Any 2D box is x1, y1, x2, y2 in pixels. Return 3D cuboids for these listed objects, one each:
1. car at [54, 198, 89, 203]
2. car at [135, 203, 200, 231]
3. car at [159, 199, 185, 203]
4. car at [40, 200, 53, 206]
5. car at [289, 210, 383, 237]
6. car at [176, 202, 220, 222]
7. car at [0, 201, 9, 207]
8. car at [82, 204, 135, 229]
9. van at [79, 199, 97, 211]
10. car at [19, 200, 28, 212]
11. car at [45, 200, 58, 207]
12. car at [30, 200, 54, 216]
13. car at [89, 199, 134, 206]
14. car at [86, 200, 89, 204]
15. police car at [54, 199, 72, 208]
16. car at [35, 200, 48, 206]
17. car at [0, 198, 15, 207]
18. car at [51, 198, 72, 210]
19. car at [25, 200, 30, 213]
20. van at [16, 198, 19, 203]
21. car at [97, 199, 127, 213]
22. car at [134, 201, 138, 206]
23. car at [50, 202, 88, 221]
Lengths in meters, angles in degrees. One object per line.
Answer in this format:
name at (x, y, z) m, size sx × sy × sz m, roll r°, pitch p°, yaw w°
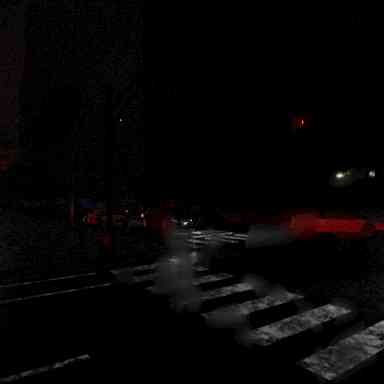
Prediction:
car at (-15.080, 1.788, 41.490) m, size 2.150 × 2.045 × 5.566 m, roll 0°, pitch -1°, yaw -35°
car at (-1.807, 1.759, 22.839) m, size 1.837 × 1.490 × 4.892 m, roll 0°, pitch -1°, yaw -35°
car at (-2.327, 1.669, 33.637) m, size 2.192 × 1.841 × 5.009 m, roll -1°, pitch 0°, yaw -35°
car at (-34.726, 2.662, 79.195) m, size 1.947 × 1.339 × 4.313 m, roll -1°, pitch 0°, yaw -35°
car at (7.647, 1.634, 17.716) m, size 4.718 × 1.301 × 1.895 m, roll -1°, pitch -1°, yaw 11°
car at (0.622, 1.830, 29.487) m, size 1.887 × 1.381 × 4.507 m, roll -1°, pitch 0°, yaw -35°
car at (-44.383, 2.772, 78.066) m, size 1.802 × 1.307 × 4.206 m, roll -1°, pitch 0°, yaw -35°
car at (-6.236, 1.844, 24.416) m, size 1.752 × 1.417 × 4.829 m, roll -1°, pitch 0°, yaw -35°
van at (-17.042, 2.039, 54.383) m, size 1.690 × 1.788 × 3.998 m, roll -1°, pitch 0°, yaw -35°
car at (-23.324, 2.157, 48.445) m, size 1.967 × 1.590 × 4.097 m, roll -1°, pitch 0°, yaw -35°
car at (-31.710, 2.596, 74.954) m, size 1.947 × 1.339 × 4.313 m, roll -1°, pitch 0°, yaw -35°
car at (-17.664, 1.901, 40.482) m, size 2.192 × 1.841 × 5.009 m, roll -1°, pitch 0°, yaw -35°
car at (-7.565, 1.742, 30.900) m, size 2.097 × 1.767 × 4.553 m, roll 0°, pitch -1°, yaw -35°
car at (-11.156, 2.028, 41.467) m, size 1.837 × 1.490 × 4.892 m, roll 0°, pitch 0°, yaw -35°
police car at (-25.432, 2.308, 65.456) m, size 1.930 × 1.638 × 5.238 m, roll 0°, pitch -1°, yaw -35°
car at (-37.740, 2.711, 83.434) m, size 2.008 × 1.369 × 4.403 m, roll -1°, pitch 0°, yaw -35°
car at (-41.268, 2.667, 73.684) m, size 1.887 × 1.381 × 4.507 m, roll -1°, pitch 0°, yaw -35°
car at (-22.740, 2.011, 57.761) m, size 2.150 × 2.045 × 5.566 m, roll 0°, pitch -1°, yaw -35°
car at (-20.491, 2.197, 44.463) m, size 1.887 × 1.381 × 4.507 m, roll -1°, pitch 0°, yaw -35°
van at (-26.157, 2.124, 52.427) m, size 1.690 × 1.788 × 3.998 m, roll -1°, pitch 0°, yaw -35°
car at (-11.156, 1.876, 46.084) m, size 2.192 × 1.841 × 5.009 m, roll -1°, pitch 0°, yaw -35°
car at (-5.264, 2.005, 37.786) m, size 1.802 × 1.307 × 4.206 m, roll -1°, pitch 0°, yaw -35°
car at (-11.996, 2.005, 32.518) m, size 2.008 × 1.369 × 4.403 m, roll -1°, pitch 0°, yaw -35°
